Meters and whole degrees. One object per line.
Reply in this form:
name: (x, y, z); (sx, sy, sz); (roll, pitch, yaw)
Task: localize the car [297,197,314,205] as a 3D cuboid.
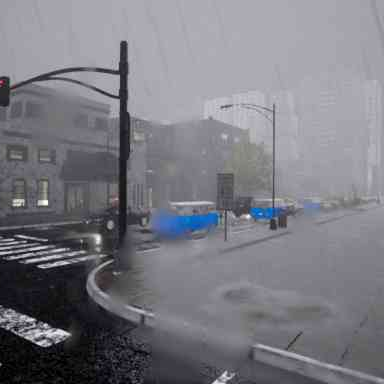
car: (21.574, 1.705, 63.151); (1.887, 1.381, 4.507); (0, 0, 35)

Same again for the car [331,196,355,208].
car: (22.091, 1.497, 49.284); (2.192, 1.841, 5.009); (0, 0, 35)

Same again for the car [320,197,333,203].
car: (31.080, 1.792, 76.717); (1.947, 1.339, 4.313); (0, 0, 35)

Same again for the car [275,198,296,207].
car: (15.237, 1.665, 54.107); (1.887, 1.381, 4.507); (0, 0, 35)

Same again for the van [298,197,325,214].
van: (12.584, 1.469, 35.718); (1.690, 1.788, 3.998); (0, 0, 35)

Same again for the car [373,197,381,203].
car: (44.271, 1.899, 80.938); (1.947, 1.339, 4.313); (0, 0, 35)

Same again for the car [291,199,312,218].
car: (9.414, 1.655, 31.195); (1.887, 1.381, 4.507); (0, 0, 35)

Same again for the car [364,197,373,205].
car: (34.764, 1.809, 67.372); (1.887, 1.381, 4.507); (0, 0, 35)

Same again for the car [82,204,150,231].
car: (-4.653, 1.528, 21.207); (1.837, 1.490, 4.892); (1, 0, 35)

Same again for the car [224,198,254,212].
car: (5.732, 1.506, 40.542); (1.967, 1.590, 4.097); (0, 0, 35)

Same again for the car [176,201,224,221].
car: (0.810, 1.554, 29.001); (1.837, 1.490, 4.892); (1, 0, 35)

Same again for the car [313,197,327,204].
car: (27.814, 1.728, 72.056); (1.752, 1.417, 4.829); (0, 0, 35)

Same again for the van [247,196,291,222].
van: (6.246, 1.436, 26.674); (1.690, 1.788, 3.998); (0, 0, 35)

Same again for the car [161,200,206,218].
car: (-0.705, 1.558, 31.358); (1.752, 1.417, 4.829); (0, 0, 35)

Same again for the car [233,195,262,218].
car: (5.801, 1.305, 30.531); (2.150, 2.045, 5.566); (1, 0, 35)

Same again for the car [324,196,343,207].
car: (24.329, 1.544, 56.988); (2.097, 1.767, 4.553); (1, 0, 35)

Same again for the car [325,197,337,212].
car: (15.850, 1.671, 40.379); (1.752, 1.417, 4.829); (0, 0, 35)

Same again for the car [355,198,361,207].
car: (25.260, 1.516, 53.807); (2.192, 1.841, 5.009); (0, 0, 35)

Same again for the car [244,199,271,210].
car: (8.899, 1.628, 45.064); (1.887, 1.381, 4.507); (0, 0, 35)

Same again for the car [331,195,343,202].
car: (37.418, 1.712, 85.761); (1.967, 1.590, 4.097); (0, 0, 35)

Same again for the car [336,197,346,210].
car: (18.920, 1.729, 44.761); (1.947, 1.339, 4.313); (0, 0, 35)

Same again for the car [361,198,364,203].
car: (28.525, 1.748, 58.467); (1.752, 1.417, 4.829); (0, 0, 35)

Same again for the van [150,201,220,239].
van: (-0.091, 1.406, 17.629); (1.690, 1.788, 3.998); (0, 0, 35)
